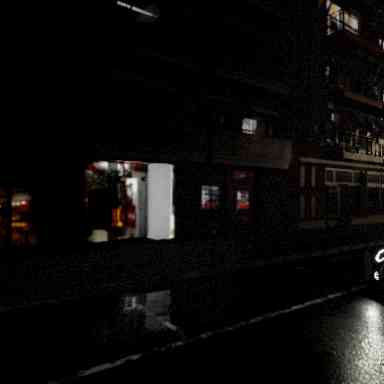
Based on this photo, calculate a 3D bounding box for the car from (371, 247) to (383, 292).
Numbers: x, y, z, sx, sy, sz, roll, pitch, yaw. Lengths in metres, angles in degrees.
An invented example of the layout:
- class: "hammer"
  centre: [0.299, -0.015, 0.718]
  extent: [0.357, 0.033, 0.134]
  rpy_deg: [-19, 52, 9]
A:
- class: "car"
  centre: [6.182, 1.400, 7.782]
  extent: [4.553, 1.767, 2.097]
  rpy_deg: [0, 0, -35]
